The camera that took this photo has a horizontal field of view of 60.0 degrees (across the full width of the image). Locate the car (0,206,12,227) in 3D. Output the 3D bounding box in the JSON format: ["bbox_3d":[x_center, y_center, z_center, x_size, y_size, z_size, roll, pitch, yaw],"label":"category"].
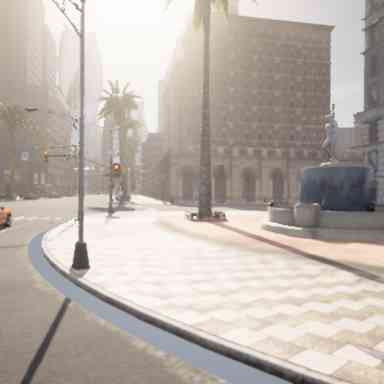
[{"bbox_3d":[-11.553,1.203,18.291,2.097,1.767,4.553,0,0,-14],"label":"car"}]

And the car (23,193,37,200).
[{"bbox_3d":[-36.099,1.000,74.307,2.161,1.482,4.786,0,0,-11],"label":"car"}]
